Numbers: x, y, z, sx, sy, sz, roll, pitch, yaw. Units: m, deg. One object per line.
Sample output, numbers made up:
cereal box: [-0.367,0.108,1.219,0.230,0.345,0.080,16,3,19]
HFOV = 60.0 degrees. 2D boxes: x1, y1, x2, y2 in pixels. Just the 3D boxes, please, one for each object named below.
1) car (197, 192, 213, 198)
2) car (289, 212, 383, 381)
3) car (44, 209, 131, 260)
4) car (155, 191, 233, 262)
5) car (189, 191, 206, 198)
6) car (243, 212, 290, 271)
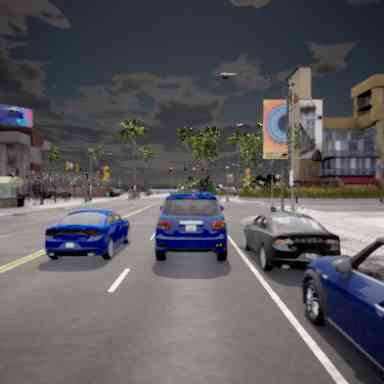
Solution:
car: [3.252,0.710,83.582,1.994,1.385,4.181,0,1,40]
car: [3.023,1.311,4.111,2.185,1.767,4.553,0,1,-1]
car: [-3.493,1.356,12.013,1.882,1.535,5.008,0,0,0]
car: [0.001,1.095,11.770,2.150,2.045,5.566,0,0,1]
car: [1.461,0.603,86.852,1.882,1.535,5.008,0,1,40]
car: [2.857,1.372,10.537,2.097,1.535,5.008,0,1,-1]
